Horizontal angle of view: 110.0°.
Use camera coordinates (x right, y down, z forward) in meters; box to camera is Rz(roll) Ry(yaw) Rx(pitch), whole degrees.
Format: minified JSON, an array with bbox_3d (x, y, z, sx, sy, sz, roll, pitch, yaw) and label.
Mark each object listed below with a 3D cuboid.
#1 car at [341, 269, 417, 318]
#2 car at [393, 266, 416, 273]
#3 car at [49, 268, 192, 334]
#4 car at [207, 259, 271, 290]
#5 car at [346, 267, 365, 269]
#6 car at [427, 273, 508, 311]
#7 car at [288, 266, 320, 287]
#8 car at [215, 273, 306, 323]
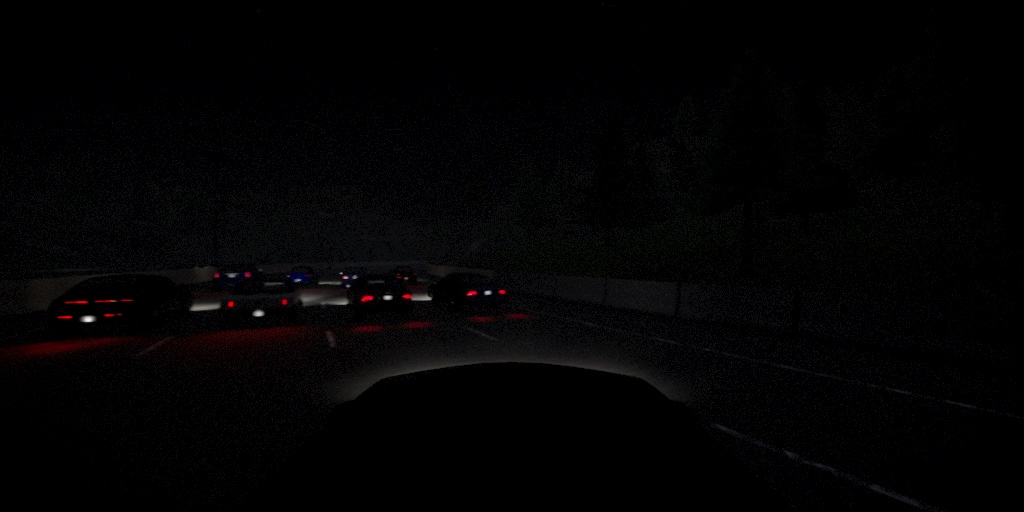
[{"bbox_3d":[-5.136,1.394,13.638,2.033,1.411,5.357,0,-1,-28],"label":"car"},{"bbox_3d":[-8.804,1.501,28.931,1.812,1.442,4.674,0,0,-23],"label":"car"},{"bbox_3d":[-11.688,1.316,11.086,1.837,1.490,4.892,0,0,-28],"label":"car"},{"bbox_3d":[-18.146,1.262,24.090,2.097,1.767,4.553,0,-1,-24],"label":"car"},{"bbox_3d":[-11.455,1.493,26.213,2.033,1.411,5.357,0,-1,-24],"label":"car"},{"bbox_3d":[-2.077,1.416,15.344,2.033,1.411,5.357,0,-1,-28],"label":"car"},{"bbox_3d":[-15.155,1.460,25.984,1.812,1.442,4.674,0,0,-23],"label":"car"},{"bbox_3d":[-8.521,1.430,12.569,1.895,1.301,4.718,0,-1,-28],"label":"car"}]
